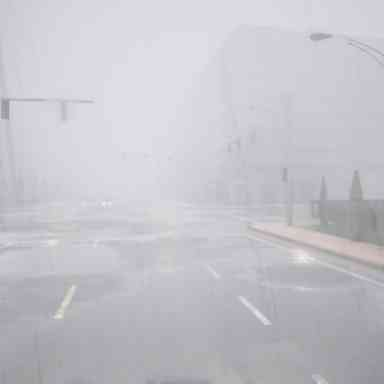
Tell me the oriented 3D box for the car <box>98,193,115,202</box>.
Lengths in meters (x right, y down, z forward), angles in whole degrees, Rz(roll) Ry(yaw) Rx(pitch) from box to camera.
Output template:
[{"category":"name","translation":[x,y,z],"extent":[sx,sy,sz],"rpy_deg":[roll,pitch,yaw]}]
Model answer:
[{"category":"car","translation":[-15.763,1.067,62.075],"extent":[2.128,1.511,4.902],"rpy_deg":[0,1,-11]}]

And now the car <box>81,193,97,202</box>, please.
[{"category":"car","translation":[-19.179,1.162,61.313],"extent":[1.994,1.385,4.181],"rpy_deg":[0,1,-11]}]

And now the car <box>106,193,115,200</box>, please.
[{"category":"car","translation":[-18.992,0.943,77.809],"extent":[1.837,1.490,4.892],"rpy_deg":[0,0,-12]}]
